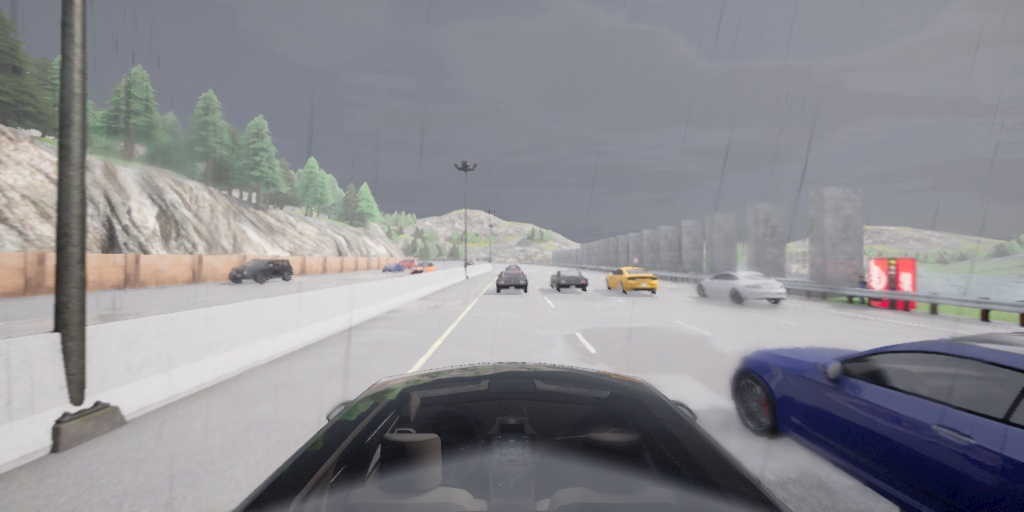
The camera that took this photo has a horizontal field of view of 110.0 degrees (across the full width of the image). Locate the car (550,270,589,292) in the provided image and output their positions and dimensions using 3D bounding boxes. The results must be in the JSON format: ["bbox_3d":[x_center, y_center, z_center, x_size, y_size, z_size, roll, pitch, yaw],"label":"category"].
[{"bbox_3d":[3.601,1.569,23.397,1.895,1.301,4.718,0,-1,0],"label":"car"}]

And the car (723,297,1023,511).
[{"bbox_3d":[3.601,1.283,2.495,1.812,1.442,4.674,0,-1,0],"label":"car"}]

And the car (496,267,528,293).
[{"bbox_3d":[0.034,1.568,22.862,1.895,1.301,4.718,0,-1,1],"label":"car"}]

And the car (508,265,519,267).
[{"bbox_3d":[0.197,1.710,40.657,1.994,1.385,4.181,0,-1,2],"label":"car"}]

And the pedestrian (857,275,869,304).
[{"bbox_3d":[15.240,1.419,15.534,0.375,1.300,0.375,0,-1,0],"label":"pedestrian"}]

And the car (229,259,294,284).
[{"bbox_3d":[-21.058,1.264,30.490,2.150,2.045,5.566,0,-1,1],"label":"car"}]

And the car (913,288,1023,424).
[{"bbox_3d":[7.101,1.240,2.993,1.882,1.535,5.008,0,-1,0],"label":"car"}]

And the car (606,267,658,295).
[{"bbox_3d":[7.098,1.429,21.724,1.882,1.535,5.008,0,-1,0],"label":"car"}]

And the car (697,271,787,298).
[{"bbox_3d":[10.600,1.428,16.884,1.812,1.442,4.674,0,-1,0],"label":"car"}]

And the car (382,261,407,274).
[{"bbox_3d":[-17.033,1.778,51.523,1.812,1.442,4.674,0,0,3],"label":"car"}]

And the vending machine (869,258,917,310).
[{"bbox_3d":[15.500,1.075,14.611,1.100,2.100,0.880,0,0,0],"label":"vending machine"}]

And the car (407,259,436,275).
[{"bbox_3d":[-10.363,1.509,42.228,2.097,1.767,4.553,0,0,2],"label":"car"}]
